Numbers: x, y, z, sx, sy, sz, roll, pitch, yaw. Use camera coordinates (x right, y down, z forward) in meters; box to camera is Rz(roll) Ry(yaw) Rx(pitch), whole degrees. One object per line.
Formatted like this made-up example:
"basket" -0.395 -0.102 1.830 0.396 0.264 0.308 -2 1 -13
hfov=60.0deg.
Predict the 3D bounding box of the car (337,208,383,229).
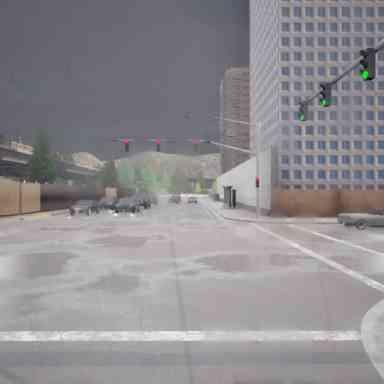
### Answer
"car" 11.856 1.656 21.162 4.718 1.301 1.895 0 0 0

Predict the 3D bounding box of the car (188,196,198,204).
"car" 0.104 1.601 64.586 1.895 1.301 4.718 0 0 0

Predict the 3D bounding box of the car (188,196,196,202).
"car" 0.010 1.595 74.828 1.895 1.301 4.718 0 0 0

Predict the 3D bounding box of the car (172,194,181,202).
"car" -3.491 1.305 74.449 1.882 1.535 5.008 0 0 0

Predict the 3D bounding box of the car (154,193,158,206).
"car" -7.057 1.221 56.929 2.150 2.045 5.566 0 0 0

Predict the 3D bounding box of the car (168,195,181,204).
"car" -3.492 1.601 64.257 1.895 1.301 4.718 0 0 0

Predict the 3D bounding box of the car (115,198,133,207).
"car" -10.581 1.601 51.907 1.895 1.301 4.718 0 0 0

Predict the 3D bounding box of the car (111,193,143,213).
"car" -7.083 1.352 36.764 2.097 1.767 4.553 0 0 0

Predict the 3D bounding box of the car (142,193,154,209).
"car" -7.078 1.221 46.200 2.150 2.045 5.566 0 0 0

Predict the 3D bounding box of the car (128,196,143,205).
"car" -10.551 1.478 62.126 1.882 1.535 5.008 0 0 0

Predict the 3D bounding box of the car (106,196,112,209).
"car" -10.586 1.352 42.113 2.097 1.767 4.553 0 0 0

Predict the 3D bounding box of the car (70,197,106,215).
"car" -10.599 1.492 33.217 2.128 1.511 4.902 0 0 1
